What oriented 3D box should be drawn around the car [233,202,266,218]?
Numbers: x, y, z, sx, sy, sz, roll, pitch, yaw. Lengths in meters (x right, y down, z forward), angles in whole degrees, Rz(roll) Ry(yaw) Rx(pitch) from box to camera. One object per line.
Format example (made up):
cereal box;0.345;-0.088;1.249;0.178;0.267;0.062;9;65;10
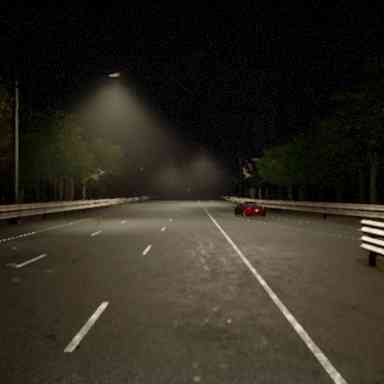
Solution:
car;5.362;1.625;31.519;1.994;1.385;4.181;0;0;-11
